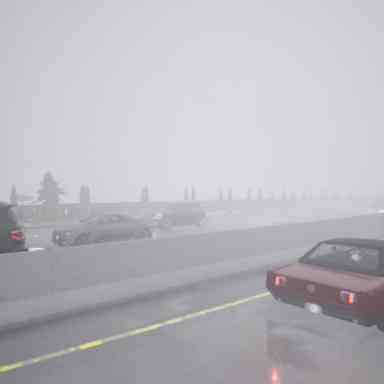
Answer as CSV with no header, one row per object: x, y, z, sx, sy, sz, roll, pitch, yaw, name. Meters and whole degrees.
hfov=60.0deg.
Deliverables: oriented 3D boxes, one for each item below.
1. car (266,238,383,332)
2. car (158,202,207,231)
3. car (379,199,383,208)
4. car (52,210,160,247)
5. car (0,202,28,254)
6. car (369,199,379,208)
3.707,1.625,6.891,4.718,1.301,1.895,0,0,-40,car
-1.167,1.442,21.504,4.553,1.767,2.097,0,0,-43,car
26.996,1.623,44.038,5.008,1.535,1.882,1,-1,-44,car
-3.829,1.629,14.546,4.181,1.385,1.994,0,0,-40,car
-6.911,1.263,7.748,5.566,2.045,2.150,0,0,-36,car
28.551,1.770,50.419,4.718,1.301,1.895,0,0,-44,car
